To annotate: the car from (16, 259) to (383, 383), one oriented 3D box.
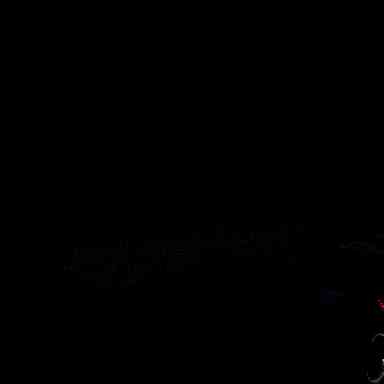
[{"bbox_3d":[0.400,1.533,3.663,4.181,1.385,1.994,-1,1,-36],"label":"car"}]
